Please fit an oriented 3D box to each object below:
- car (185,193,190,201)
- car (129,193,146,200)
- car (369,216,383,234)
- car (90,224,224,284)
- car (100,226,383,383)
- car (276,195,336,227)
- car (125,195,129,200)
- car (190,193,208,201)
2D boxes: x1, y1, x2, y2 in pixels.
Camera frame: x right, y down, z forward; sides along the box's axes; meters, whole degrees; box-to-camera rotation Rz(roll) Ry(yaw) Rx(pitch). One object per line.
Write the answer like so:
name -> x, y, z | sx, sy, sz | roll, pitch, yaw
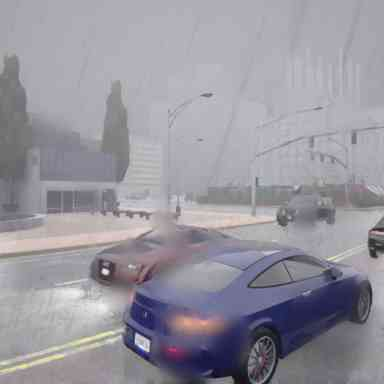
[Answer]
car -> 0.013, 1.156, 76.458 | 1.905, 1.878, 3.866 | 0, 0, 44
car -> -14.188, 1.156, 90.002 | 1.905, 1.878, 3.866 | 0, 0, 44
car -> 7.747, 1.491, 11.790 | 2.128, 1.511, 4.902 | 0, 0, 43
car -> -0.443, 1.564, 8.643 | 4.181, 1.385, 1.994 | 0, 0, -43
car -> 1.162, 1.526, 5.278 | 4.674, 1.442, 1.812 | 0, 0, -42
car -> 7.762, 1.205, 22.222 | 2.150, 2.045, 5.566 | 0, 0, 42
car -> -16.241, 1.153, 92.043 | 1.932, 1.855, 4.605 | 0, 0, 44
car -> 2.097, 1.395, 74.448 | 1.970, 1.475, 3.806 | 0, 0, 44
